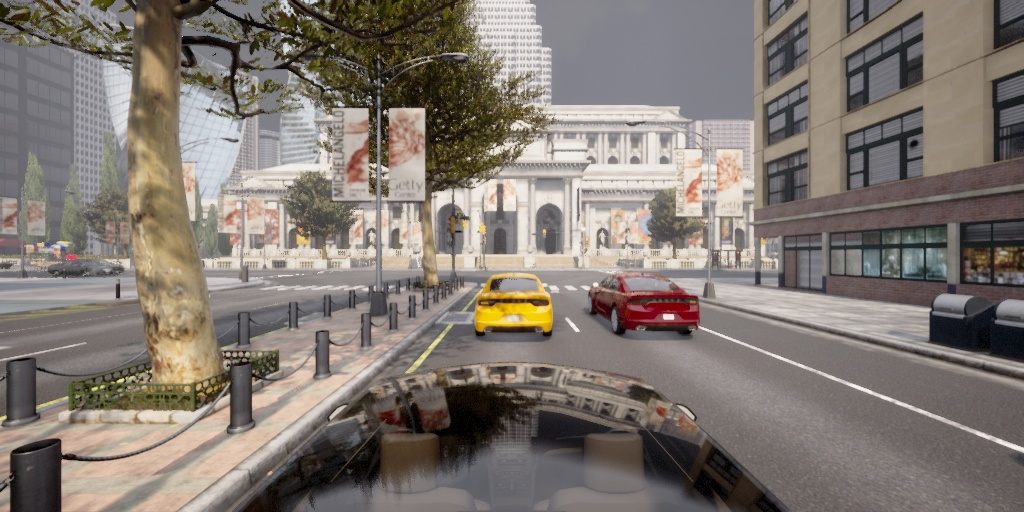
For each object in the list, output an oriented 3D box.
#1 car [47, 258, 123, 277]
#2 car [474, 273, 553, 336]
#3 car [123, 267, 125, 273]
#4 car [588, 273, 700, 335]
[{"bbox_3d":[-40.847,1.235,34.060,4.902,1.511,2.128,0,0,0],"label":"car"},{"bbox_3d":[0.056,1.226,10.403,1.882,1.535,5.008,0,0,1],"label":"car"},{"bbox_3d":[-43.619,1.095,37.533,4.553,1.767,2.097,0,0,-1],"label":"car"},{"bbox_3d":[3.558,1.226,10.582,1.882,1.535,5.008,0,0,0],"label":"car"}]
